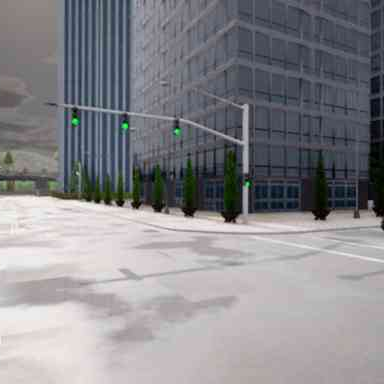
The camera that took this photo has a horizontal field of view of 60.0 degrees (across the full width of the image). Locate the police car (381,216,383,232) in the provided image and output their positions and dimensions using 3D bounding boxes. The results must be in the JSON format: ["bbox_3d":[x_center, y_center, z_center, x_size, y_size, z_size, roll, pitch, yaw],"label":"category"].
[{"bbox_3d":[12.498,1.450,18.358,5.238,1.638,1.930,0,0,-28],"label":"police car"}]
